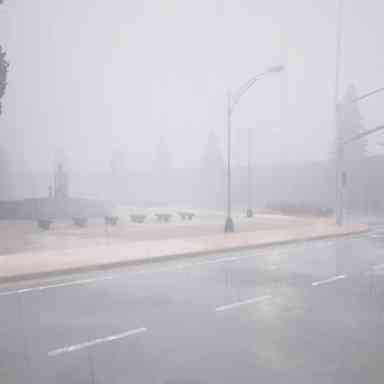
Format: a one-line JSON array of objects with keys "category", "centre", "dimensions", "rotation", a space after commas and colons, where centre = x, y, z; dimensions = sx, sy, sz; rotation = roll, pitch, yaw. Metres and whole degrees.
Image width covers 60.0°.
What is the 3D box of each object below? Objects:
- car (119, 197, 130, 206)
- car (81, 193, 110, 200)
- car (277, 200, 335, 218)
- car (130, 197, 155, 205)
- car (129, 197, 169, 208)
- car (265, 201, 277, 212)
[{"category": "car", "centre": [-9.233, 1.547, 53.670], "dimensions": [5.357, 1.411, 2.033], "rotation": [0, 0, 25]}, {"category": "car", "centre": [-18.646, 1.221, 63.939], "dimensions": [5.566, 2.045, 2.150], "rotation": [0, 0, 10]}, {"category": "car", "centre": [10.491, 1.601, 30.350], "dimensions": [1.895, 1.301, 4.718], "rotation": [0, 0, -36]}, {"category": "car", "centre": [-9.106, 1.564, 61.192], "dimensions": [4.181, 1.385, 1.994], "rotation": [0, 0, 22]}, {"category": "car", "centre": [-5.954, 1.548, 47.948], "dimensions": [5.357, 1.411, 2.033], "rotation": [0, 0, 31]}, {"category": "car", "centre": [10.354, 1.601, 36.476], "dimensions": [1.895, 1.301, 4.718], "rotation": [0, 0, -36]}]
